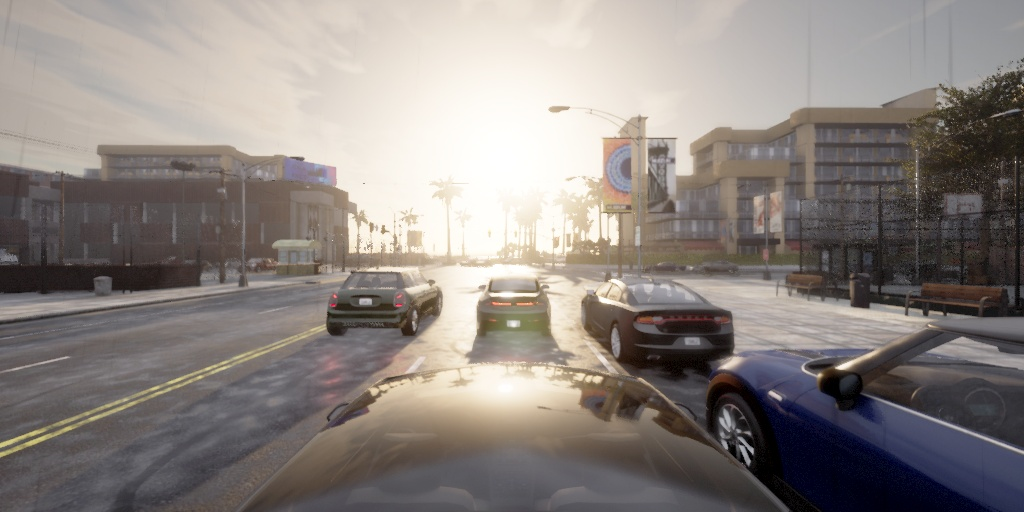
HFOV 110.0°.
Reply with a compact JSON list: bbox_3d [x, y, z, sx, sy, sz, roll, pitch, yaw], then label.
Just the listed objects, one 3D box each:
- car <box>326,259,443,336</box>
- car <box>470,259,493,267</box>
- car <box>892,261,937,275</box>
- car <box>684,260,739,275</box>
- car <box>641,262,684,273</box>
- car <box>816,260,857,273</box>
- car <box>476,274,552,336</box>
[{"bbox_3d":[-3.441,1.099,10.594,2.097,1.767,4.553,0,0,0],"label":"car"},{"bbox_3d":[-5.130,1.275,65.294,2.033,1.411,5.357,0,0,16],"label":"car"},{"bbox_3d":[43.370,1.230,39.110,4.902,1.511,2.128,0,0,0],"label":"car"},{"bbox_3d":[21.933,1.228,38.991,4.902,1.511,2.128,0,0,-1],"label":"car"},{"bbox_3d":[17.880,1.337,42.482,4.718,1.301,1.895,0,0,0],"label":"car"},{"bbox_3d":[38.854,1.229,42.609,4.902,1.511,2.128,0,0,0],"label":"car"},{"bbox_3d":[0.057,1.252,10.348,1.837,1.490,4.892,0,0,0],"label":"car"}]
